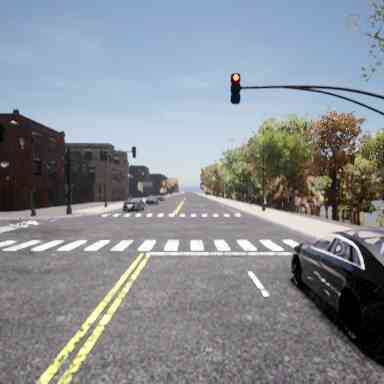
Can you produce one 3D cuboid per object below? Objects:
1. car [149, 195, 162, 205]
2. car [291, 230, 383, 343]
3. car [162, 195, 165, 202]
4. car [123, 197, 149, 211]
[{"bbox_3d":[-6.773,1.424,56.343,2.033,1.411,5.357,0,0,0],"label":"car"},{"bbox_3d":[3.326,1.477,6.361,2.128,1.511,4.902,0,0,1],"label":"car"},{"bbox_3d":[-6.801,1.386,71.475,1.994,1.385,4.181,0,0,0],"label":"car"},{"bbox_3d":[-6.702,1.406,38.551,2.128,1.511,4.902,0,0,2],"label":"car"}]
